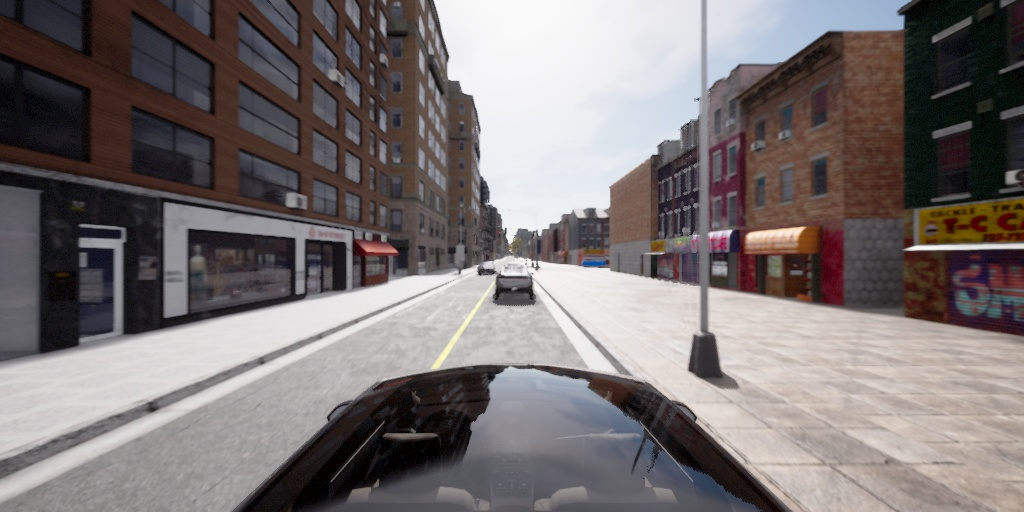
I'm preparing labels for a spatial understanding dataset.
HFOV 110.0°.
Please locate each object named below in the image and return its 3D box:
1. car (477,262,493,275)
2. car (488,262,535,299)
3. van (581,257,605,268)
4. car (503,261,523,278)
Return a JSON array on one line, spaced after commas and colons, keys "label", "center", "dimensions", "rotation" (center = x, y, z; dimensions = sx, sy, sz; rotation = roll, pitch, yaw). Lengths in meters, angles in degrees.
[{"label": "car", "center": [-2.744, 1.326, 39.859], "dimensions": [2.033, 1.411, 5.357], "rotation": [0, 0, 0]}, {"label": "car", "center": [0.106, 1.252, 18.091], "dimensions": [2.128, 1.511, 4.902], "rotation": [0, 0, 0]}, {"label": "van", "center": [13.757, 1.133, 60.745], "dimensions": [3.998, 1.789, 1.690], "rotation": [0, 0, 0]}, {"label": "car", "center": [0.109, 1.301, 35.819], "dimensions": [1.812, 1.442, 4.674], "rotation": [0, 0, 0]}]
